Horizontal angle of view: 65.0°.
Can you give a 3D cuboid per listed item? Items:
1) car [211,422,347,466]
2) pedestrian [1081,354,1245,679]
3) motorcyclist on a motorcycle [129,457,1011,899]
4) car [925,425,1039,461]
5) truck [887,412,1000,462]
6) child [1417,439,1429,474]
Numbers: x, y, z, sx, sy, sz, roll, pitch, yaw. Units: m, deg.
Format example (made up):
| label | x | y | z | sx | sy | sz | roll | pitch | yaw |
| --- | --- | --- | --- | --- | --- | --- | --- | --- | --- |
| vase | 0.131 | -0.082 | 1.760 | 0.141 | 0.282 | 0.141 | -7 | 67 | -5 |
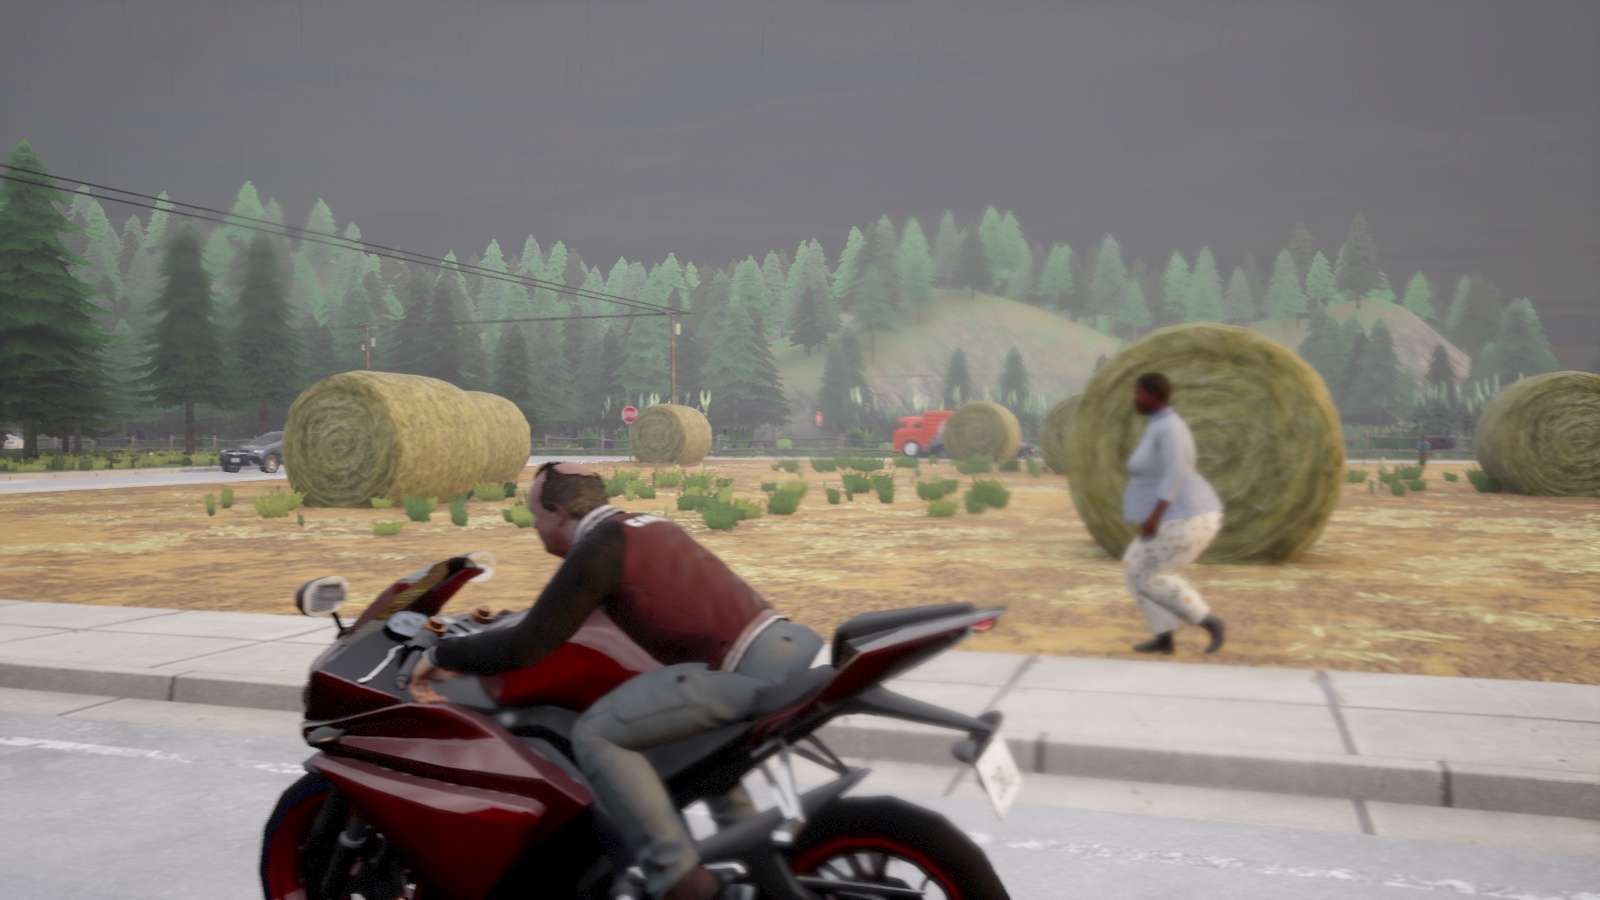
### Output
| label | x | y | z | sx | sy | sz | roll | pitch | yaw |
| --- | --- | --- | --- | --- | --- | --- | --- | --- | --- |
| car | -20.556 | -0.262 | 49.818 | 2.152 | 1.651 | 5.027 | 1 | 1 | 20 |
| pedestrian | 2.222 | 0.370 | 7.713 | 0.900 | 1.855 | 0.874 | 0 | 1 | 16 |
| motorcyclist on a motorcycle | -0.600 | 0.804 | 3.395 | 2.191 | 1.530 | 0.866 | 1 | 1 | 19 |
| car | 8.703 | -0.354 | 60.181 | 5.027 | 1.651 | 2.152 | 1 | 1 | 22 |
| truck | 7.384 | -0.696 | 64.507 | 5.204 | 2.467 | 2.627 | 1 | 1 | 22 |
| child | 21.225 | 0.227 | 42.780 | 0.343 | 1.192 | 0.448 | 1 | 1 | 31 |
